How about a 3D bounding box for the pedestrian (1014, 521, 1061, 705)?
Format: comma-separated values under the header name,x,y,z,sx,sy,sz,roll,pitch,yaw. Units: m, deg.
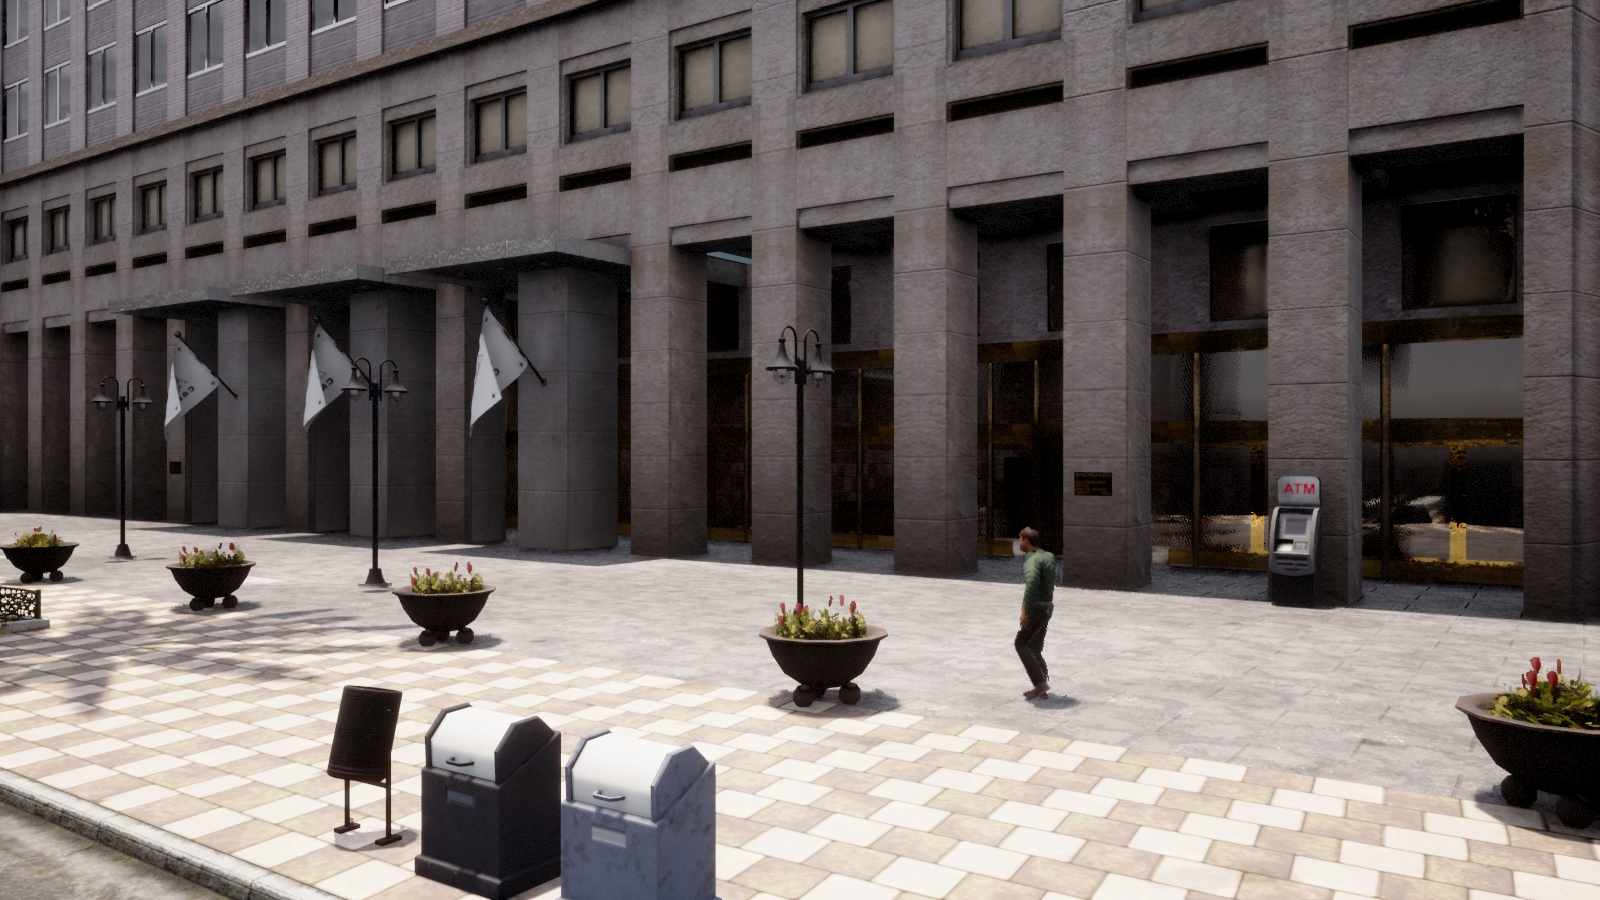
name,x,y,z,sx,sy,sz,roll,pitch,yaw
pedestrian,2.508,1.699,12.058,0.375,1.860,0.375,0,0,34
